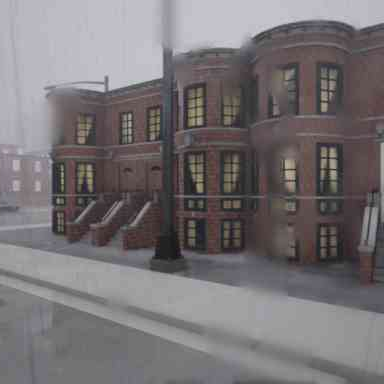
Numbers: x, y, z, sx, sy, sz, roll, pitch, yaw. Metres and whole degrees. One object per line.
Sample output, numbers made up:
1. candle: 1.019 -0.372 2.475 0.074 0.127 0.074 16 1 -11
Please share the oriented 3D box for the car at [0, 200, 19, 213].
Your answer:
1. car: -20.129 1.552 34.223 1.994 1.385 4.181 0 0 36
